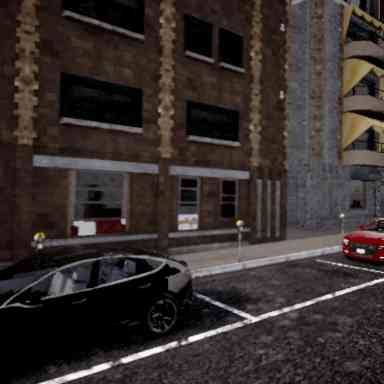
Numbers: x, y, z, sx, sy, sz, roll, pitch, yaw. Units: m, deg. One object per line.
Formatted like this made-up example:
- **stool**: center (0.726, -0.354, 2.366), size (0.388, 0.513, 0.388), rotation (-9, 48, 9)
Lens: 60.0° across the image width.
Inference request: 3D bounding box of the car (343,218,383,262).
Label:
- **car**: center (7.034, 1.580, 11.556), size (4.507, 1.381, 1.887), rotation (0, 1, -35)

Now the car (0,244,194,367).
- **car**: center (-1.963, 1.571, 5.143), size (4.313, 1.339, 1.947), rotation (0, 1, -35)
